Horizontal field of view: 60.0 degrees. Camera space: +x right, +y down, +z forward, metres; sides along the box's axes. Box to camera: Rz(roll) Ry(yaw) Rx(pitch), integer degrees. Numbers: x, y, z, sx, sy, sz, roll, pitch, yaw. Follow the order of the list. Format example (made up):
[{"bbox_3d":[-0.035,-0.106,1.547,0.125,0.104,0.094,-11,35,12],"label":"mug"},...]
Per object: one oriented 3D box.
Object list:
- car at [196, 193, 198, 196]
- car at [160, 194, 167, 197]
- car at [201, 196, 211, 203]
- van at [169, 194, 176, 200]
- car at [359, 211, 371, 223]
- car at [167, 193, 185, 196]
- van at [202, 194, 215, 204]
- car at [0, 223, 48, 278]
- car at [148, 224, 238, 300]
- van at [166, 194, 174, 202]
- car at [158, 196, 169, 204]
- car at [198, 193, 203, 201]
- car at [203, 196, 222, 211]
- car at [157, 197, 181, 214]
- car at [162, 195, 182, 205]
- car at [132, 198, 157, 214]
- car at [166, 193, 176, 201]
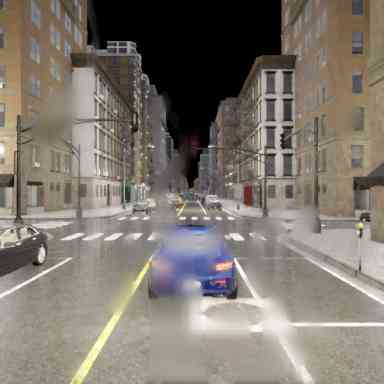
[{"bbox_3d":[2.831,1.534,95.172,1.887,1.381,4.507,0,0,0],"label":"car"},{"bbox_3d":[-5.302,1.433,57.342,1.967,1.590,4.097,0,0,0],"label":"car"},{"bbox_3d":[2.774,1.558,68.141,1.947,1.339,4.313,0,0,0],"label":"car"},{"bbox_3d":[-5.272,1.331,89.779,1.690,1.788,3.998,0,0,0],"label":"van"},{"bbox_3d":[15.113,1.636,24.042,5.357,1.411,2.033,0,0,0],"label":"car"},{"bbox_3d":[-2.695,1.471,56.579,1.882,1.535,5.008,0,0,1],"label":"car"},{"bbox_3d":[2.728,1.335,46.516,1.690,1.788,3.998,0,0,0],"label":"van"},{"bbox_3d":[-5.370,1.550,8.842,2.008,1.369,4.403,0,0,0],"label":"car"},{"bbox_3d":[0.034,1.526,8.284,1.812,1.442,4.674,0,0,1],"label":"car"},{"bbox_3d":[-5.282,1.332,78.967,1.690,1.788,3.998,0,0,0],"label":"van"},{"bbox_3d":[-5.298,1.518,62.578,1.752,1.417,4.829,0,0,0],"label":"car"},{"bbox_3d":[2.763,1.307,62.735,2.192,1.841,5.009,0,0,0],"label":"car"},{"bbox_3d":[2.717,1.546,41.110,2.008,1.369,4.403,0,0,0],"label":"car"},{"bbox_3d":[-2.748,1.543,36.167,2.033,1.411,5.357,0,0,4],"label":"car"},{"bbox_3d":[-2.719,1.520,46.338,1.812,1.442,4.674,0,0,1],"label":"car"},{"bbox_3d":[-5.322,1.547,35.717,2.008,1.369,4.403,0,0,0],"label":"car"},{"bbox_3d":[-5.277,1.305,84.373,2.192,1.841,5.009,0,0,0],"label":"car"}]
